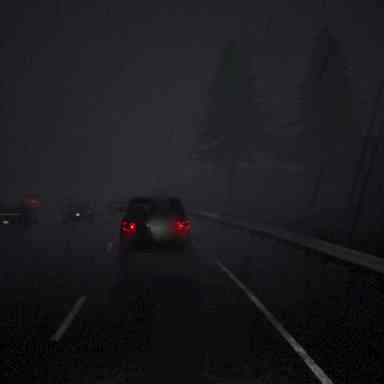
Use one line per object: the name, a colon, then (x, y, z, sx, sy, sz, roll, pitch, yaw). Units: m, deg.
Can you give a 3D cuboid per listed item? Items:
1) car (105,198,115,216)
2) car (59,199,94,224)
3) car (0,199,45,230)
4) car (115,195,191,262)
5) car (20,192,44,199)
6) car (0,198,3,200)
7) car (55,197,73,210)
car: (-6.566, 1.304, 29.737, 2.128, 1.511, 4.902, 0, 0, -21)
car: (-8.007, 1.435, 23.457, 1.994, 1.385, 4.181, 0, 0, -18)
car: (-10.647, 1.406, 20.211, 2.128, 1.511, 4.902, -1, 1, -16)
car: (-1.432, 1.137, 12.058, 2.150, 2.045, 5.566, 0, 0, -10)
car: (-17.413, 1.057, 36.329, 2.150, 2.045, 5.566, -1, 1, -28)
car: (-20.327, 1.375, 34.325, 1.837, 1.490, 4.892, 0, 1, -28)
car: (-14.629, 1.291, 38.408, 2.128, 1.511, 4.902, -1, 1, -28)
